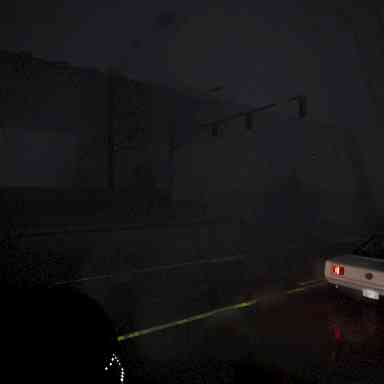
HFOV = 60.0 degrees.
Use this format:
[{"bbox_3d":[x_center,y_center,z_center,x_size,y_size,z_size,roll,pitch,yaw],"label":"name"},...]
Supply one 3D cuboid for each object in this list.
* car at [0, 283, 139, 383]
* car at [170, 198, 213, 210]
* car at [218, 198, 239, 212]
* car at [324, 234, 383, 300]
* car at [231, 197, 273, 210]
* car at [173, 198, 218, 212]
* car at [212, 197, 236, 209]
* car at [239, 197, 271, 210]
[{"bbox_3d":[-3.019,1.221,1.596,5.566,2.045,2.150,0,0,-35],"label":"car"},{"bbox_3d":[-0.014,1.295,36.389,4.536,1.218,1.853,0,0,8],"label":"car"},{"bbox_3d":[3.780,1.453,39.069,2.038,1.542,4.974,0,0,18],"label":"car"},{"bbox_3d":[5.125,1.601,7.437,4.718,1.301,1.895,0,0,-35],"label":"car"},{"bbox_3d":[7.688,1.453,42.831,4.974,1.542,2.038,0,0,-7],"label":"car"},{"bbox_3d":[0.037,1.453,36.382,4.974,1.542,2.038,0,0,8],"label":"car"},{"bbox_3d":[3.796,1.295,39.118,1.853,1.218,4.536,0,0,18],"label":"car"},{"bbox_3d":[7.637,1.295,42.824,4.536,1.218,1.853,0,0,-7],"label":"car"}]
